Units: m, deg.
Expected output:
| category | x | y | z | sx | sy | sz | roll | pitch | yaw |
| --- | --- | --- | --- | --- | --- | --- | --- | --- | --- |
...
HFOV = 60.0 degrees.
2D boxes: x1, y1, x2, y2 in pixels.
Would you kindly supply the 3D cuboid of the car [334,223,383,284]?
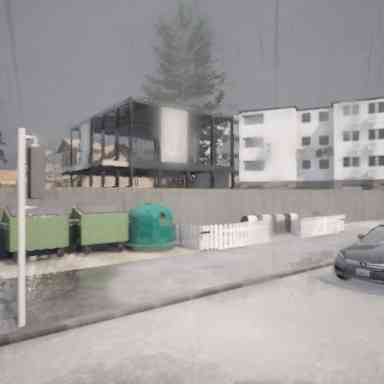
| category | x | y | z | sx | sy | sz | roll | pitch | yaw |
| --- | --- | --- | --- | --- | --- | --- | --- | --- | --- |
| car | 5.702 | 1.557 | 8.928 | 4.674 | 1.442 | 1.812 | 0 | 0 | -37 |
